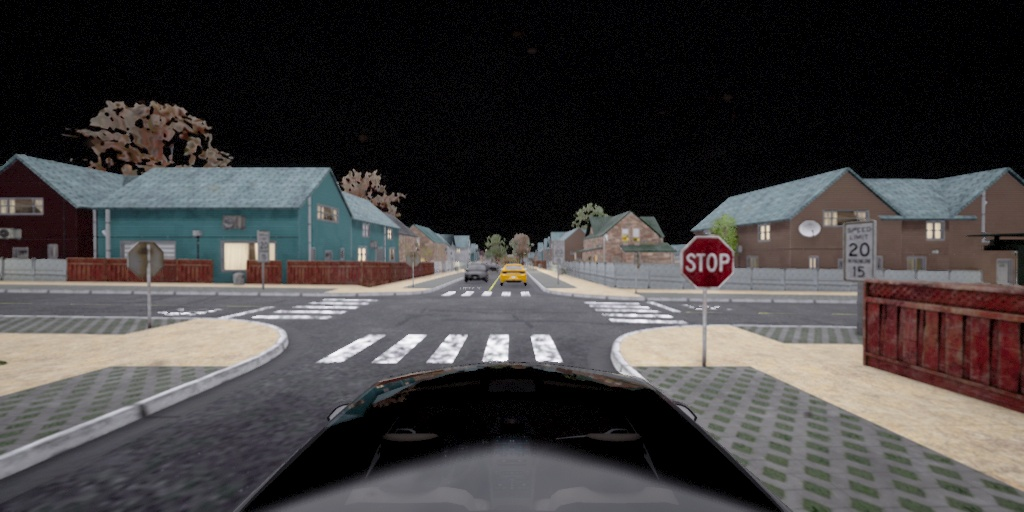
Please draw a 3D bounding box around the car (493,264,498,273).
[{"bbox_3d":[-2.810,1.696,49.482,1.895,1.301,4.718,0,-1,0],"label":"car"}]

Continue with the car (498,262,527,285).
[{"bbox_3d":[0.115,1.374,27.754,1.882,1.535,5.008,0,0,0],"label":"car"}]

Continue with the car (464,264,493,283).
[{"bbox_3d":[-2.833,1.414,29.698,1.837,1.490,4.892,0,0,0],"label":"car"}]
